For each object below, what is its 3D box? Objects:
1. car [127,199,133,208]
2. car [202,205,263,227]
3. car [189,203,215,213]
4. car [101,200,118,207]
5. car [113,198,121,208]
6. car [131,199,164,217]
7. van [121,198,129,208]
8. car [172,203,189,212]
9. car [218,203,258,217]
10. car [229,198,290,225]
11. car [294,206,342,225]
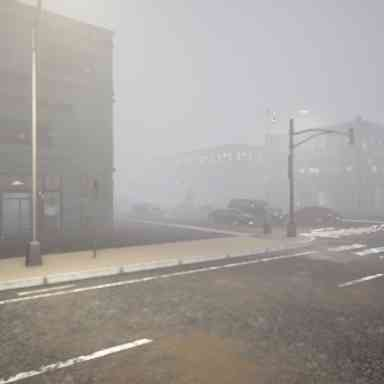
[{"bbox_3d":[-6.351,2.096,44.239,2.128,1.511,4.902,0,-1,-35],"label":"car"},{"bbox_3d":[3.078,1.948,26.281,1.947,1.339,4.313,-1,0,-35],"label":"car"},{"bbox_3d":[1.957,2.102,42.518,1.802,1.307,4.206,-1,0,-35],"label":"car"},{"bbox_3d":[-17.301,2.427,69.574,1.887,1.381,4.507,-1,0,-35],"label":"car"},{"bbox_3d":[-14.096,2.139,65.065,2.192,1.841,5.009,-1,0,-35],"label":"car"},{"bbox_3d":[-4.872,1.981,37.657,1.967,1.590,4.097,-1,0,-35],"label":"car"},{"bbox_3d":[-10.885,2.106,60.556,1.690,1.788,3.998,-1,0,-35],"label":"van"},{"bbox_3d":[-1.251,2.165,47.027,1.802,1.307,4.206,-1,0,-35],"label":"car"},{"bbox_3d":[5.167,2.008,38.008,2.008,1.369,4.403,-1,0,-35],"label":"car"},{"bbox_3d":[5.286,1.592,27.867,2.150,2.045,5.566,0,0,-35],"label":"car"},{"bbox_3d":[9.758,1.858,27.047,1.812,1.442,4.674,0,-1,-34],"label":"car"}]
